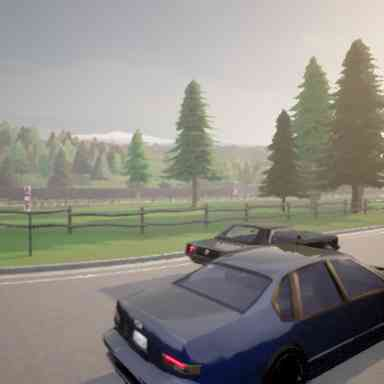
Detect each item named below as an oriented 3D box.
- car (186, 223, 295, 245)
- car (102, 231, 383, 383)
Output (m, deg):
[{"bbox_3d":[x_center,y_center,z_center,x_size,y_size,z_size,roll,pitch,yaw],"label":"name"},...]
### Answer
[{"bbox_3d":[2.239,1.552,9.639,4.718,1.301,1.895,0,0,-35],"label":"car"},{"bbox_3d":[1.514,1.521,4.824,5.357,1.411,2.033,0,0,-35],"label":"car"}]
